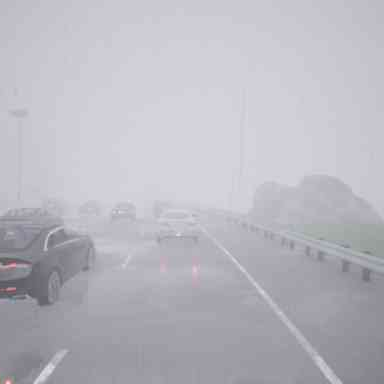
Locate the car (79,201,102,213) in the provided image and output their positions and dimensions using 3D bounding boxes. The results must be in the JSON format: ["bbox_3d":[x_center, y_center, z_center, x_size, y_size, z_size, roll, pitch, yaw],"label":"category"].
[{"bbox_3d":[-10.342,1.573,34.155,1.994,1.385,4.181,0,0,-11],"label":"car"}]

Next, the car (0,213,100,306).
[{"bbox_3d":[-3.706,1.496,7.964,2.128,1.511,4.902,0,0,-3],"label":"car"}]

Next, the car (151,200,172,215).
[{"bbox_3d":[-2.955,1.487,32.726,2.128,1.511,4.902,0,0,-10],"label":"car"}]

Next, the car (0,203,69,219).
[{"bbox_3d":[-7.804,1.501,16.340,2.128,1.511,4.902,0,0,-5],"label":"car"}]

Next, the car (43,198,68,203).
[{"bbox_3d":[-13.803,1.368,33.631,2.097,1.767,4.553,0,0,-11],"label":"car"}]

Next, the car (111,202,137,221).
[{"bbox_3d":[-5.546,1.549,27.124,2.033,1.411,5.357,0,0,-8],"label":"car"}]

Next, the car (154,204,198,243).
[{"bbox_3d":[-0.753,1.522,16.122,1.812,1.442,4.674,0,0,-5],"label":"car"}]
